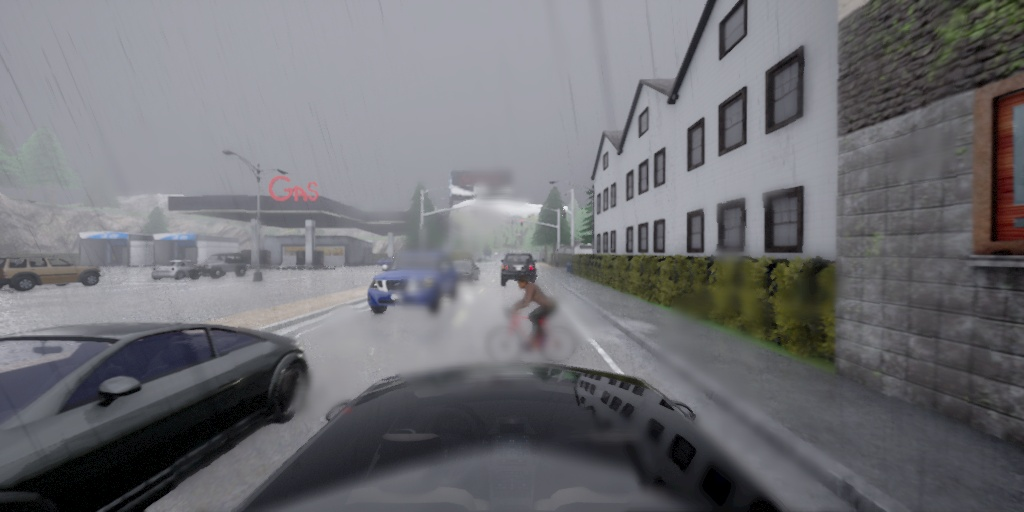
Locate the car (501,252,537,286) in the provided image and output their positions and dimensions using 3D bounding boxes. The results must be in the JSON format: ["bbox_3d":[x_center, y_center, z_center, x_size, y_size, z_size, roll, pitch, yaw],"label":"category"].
[{"bbox_3d":[0.438,0.787,23.140,2.150,2.045,5.566,0,0,1],"label":"car"}]

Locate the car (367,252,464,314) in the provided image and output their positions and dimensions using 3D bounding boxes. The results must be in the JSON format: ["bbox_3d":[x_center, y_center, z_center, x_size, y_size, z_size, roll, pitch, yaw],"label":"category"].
[{"bbox_3d":[-3.416,0.867,13.566,2.150,2.045,5.566,0,0,1],"label":"car"}]

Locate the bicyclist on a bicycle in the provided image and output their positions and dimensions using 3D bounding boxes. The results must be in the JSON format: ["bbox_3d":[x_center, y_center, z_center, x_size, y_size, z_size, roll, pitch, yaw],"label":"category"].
[{"bbox_3d":[0.360,1.153,6.478,1.656,1.620,0.582,0,0,1],"label":"bicyclist on a bicycle"}]

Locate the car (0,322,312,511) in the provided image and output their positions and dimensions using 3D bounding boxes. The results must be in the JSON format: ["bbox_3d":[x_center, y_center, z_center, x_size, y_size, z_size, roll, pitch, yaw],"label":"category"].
[{"bbox_3d":[-3.605,1.302,2.929,1.994,1.385,4.181,0,0,1],"label":"car"}]

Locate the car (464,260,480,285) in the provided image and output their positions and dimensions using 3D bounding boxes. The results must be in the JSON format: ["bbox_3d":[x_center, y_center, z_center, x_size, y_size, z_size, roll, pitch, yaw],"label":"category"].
[{"bbox_3d":[-3.207,1.062,23.773,1.837,1.490,4.892,0,0,1],"label":"car"}]
